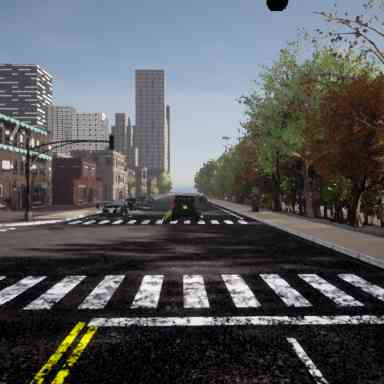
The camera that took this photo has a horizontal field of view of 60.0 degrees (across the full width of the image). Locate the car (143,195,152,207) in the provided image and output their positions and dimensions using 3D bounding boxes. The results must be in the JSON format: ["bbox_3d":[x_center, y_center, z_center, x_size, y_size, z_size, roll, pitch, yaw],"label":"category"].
[{"bbox_3d":[-7.834,1.333,51.717,2.097,1.767,4.553,0,0,-1],"label":"car"}]

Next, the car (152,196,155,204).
[{"bbox_3d":[-8.041,1.468,61.980,2.128,1.511,4.902,0,0,-1],"label":"car"}]

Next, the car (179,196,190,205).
[{"bbox_3d":[-1.384,1.454,61.571,1.882,1.535,5.008,0,0,-2],"label":"car"}]

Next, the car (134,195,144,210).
[{"bbox_3d":[-7.600,1.490,42.023,1.837,1.490,4.892,0,0,-1],"label":"car"}]

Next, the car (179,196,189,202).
[{"bbox_3d":[-1.764,1.523,73.212,1.994,1.385,4.181,0,0,-1],"label":"car"}]

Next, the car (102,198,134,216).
[{"bbox_3d":[-7.375,1.481,32.464,2.128,1.511,4.902,0,0,-1],"label":"car"}]

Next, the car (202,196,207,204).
[{"bbox_3d":[1.835,1.454,62.902,1.882,1.535,5.008,0,0,-1],"label":"car"}]

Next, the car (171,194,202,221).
[{"bbox_3d":[-0.445,1.213,27.086,2.150,2.045,5.566,1,0,1],"label":"car"}]

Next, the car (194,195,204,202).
[{"bbox_3d":[1.490,1.470,73.008,1.837,1.490,4.892,0,0,-1],"label":"car"}]
